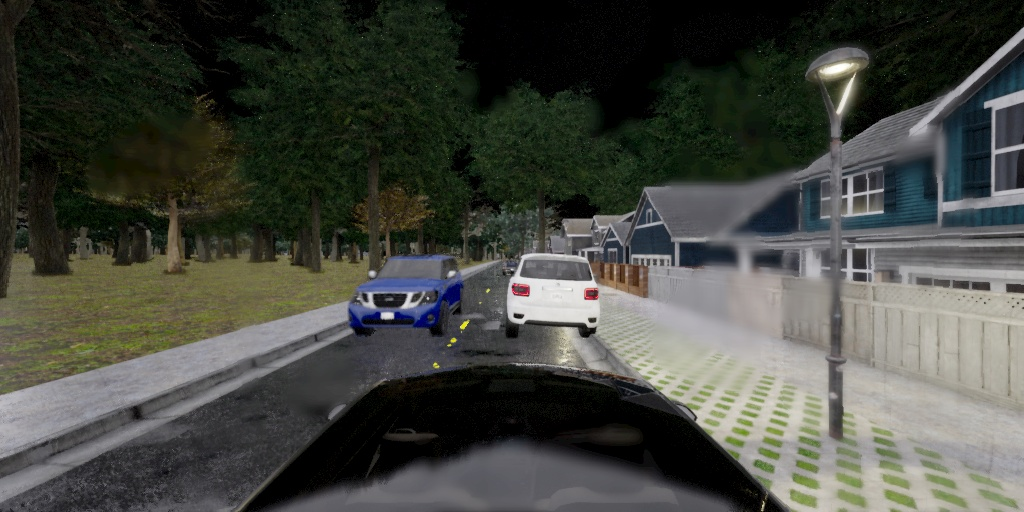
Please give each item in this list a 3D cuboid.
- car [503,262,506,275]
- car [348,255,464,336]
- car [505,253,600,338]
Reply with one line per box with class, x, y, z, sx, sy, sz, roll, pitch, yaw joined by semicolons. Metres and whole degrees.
car;0.014;1.340;38.454;1.994;1.385;4.181;0;0;1
car;-2.757;0.973;10.706;2.150;2.045;5.566;0;0;0
car;0.962;1.011;10.354;2.150;2.045;5.566;3;-1;0
